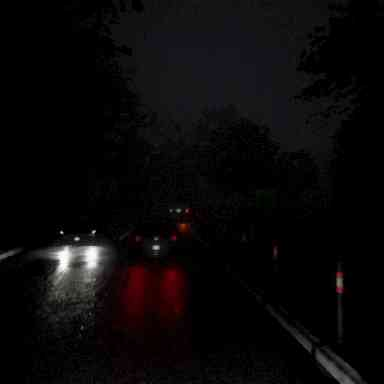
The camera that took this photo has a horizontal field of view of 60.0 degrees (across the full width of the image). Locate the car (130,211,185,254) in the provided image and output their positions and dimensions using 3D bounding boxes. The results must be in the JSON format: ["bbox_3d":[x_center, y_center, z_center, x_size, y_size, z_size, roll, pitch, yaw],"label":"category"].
[{"bbox_3d":[-1.521,1.706,14.047,1.895,1.301,4.718,0,0,-6],"label":"car"}]

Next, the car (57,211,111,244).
[{"bbox_3d":[-5.348,1.713,17.263,2.033,1.411,5.357,0,-1,-7],"label":"car"}]

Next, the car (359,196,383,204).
[{"bbox_3d":[45.343,2.071,83.717,5.566,2.045,2.435,-1,-2,30],"label":"car"}]

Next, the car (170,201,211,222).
[{"bbox_3d":[-0.073,1.618,29.448,2.097,1.767,4.553,-1,-1,29],"label":"car"}]

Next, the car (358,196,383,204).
[{"bbox_3d":[42.585,1.932,79.004,5.566,2.045,2.435,-1,-2,30],"label":"car"}]

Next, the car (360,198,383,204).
[{"bbox_3d":[43.914,2.251,81.311,4.892,1.521,2.231,-1,-2,30],"label":"car"}]
